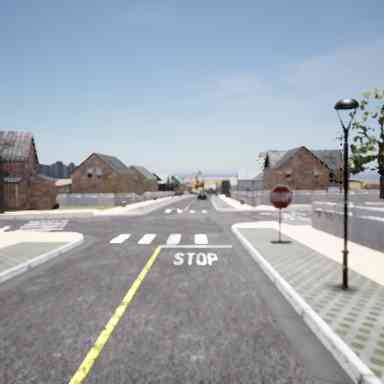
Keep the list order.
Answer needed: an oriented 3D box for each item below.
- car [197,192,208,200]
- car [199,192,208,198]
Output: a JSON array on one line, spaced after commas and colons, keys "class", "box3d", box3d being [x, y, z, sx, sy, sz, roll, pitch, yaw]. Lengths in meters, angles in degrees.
[{"class": "car", "box3d": [2.229, 0.725, 70.395, 2.097, 1.767, 4.553, 0, 0, 3]}, {"class": "car", "box3d": [2.806, 0.723, 80.416, 2.033, 1.411, 5.357, 0, 0, 4]}]
